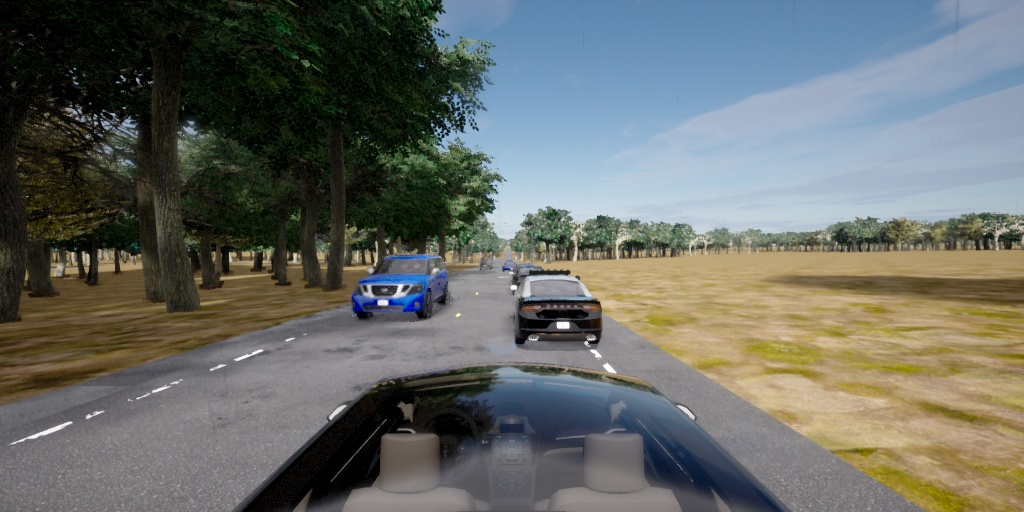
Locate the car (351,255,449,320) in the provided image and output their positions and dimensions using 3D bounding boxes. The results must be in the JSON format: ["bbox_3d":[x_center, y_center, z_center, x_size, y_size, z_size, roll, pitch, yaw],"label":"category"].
[{"bbox_3d":[-3.672,0.969,12.913,2.150,2.045,5.566,0,0,0],"label":"car"}]

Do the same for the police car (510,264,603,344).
[{"bbox_3d":[0.998,1.173,9.701,1.930,1.638,5.238,0,0,0],"label":"police car"}]

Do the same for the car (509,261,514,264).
[{"bbox_3d":[0.893,1.279,25.596,1.812,1.442,4.674,0,0,0],"label":"car"}]

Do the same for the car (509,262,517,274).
[{"bbox_3d":[0.932,1.256,19.593,1.837,1.490,4.892,0,0,0],"label":"car"}]

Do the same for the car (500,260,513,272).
[{"bbox_3d":[-0.273,1.347,47.289,1.994,1.385,4.181,0,0,0],"label":"car"}]

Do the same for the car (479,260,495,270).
[{"bbox_3d":[-3.942,1.310,54.612,1.837,1.490,4.892,0,0,0],"label":"car"}]
